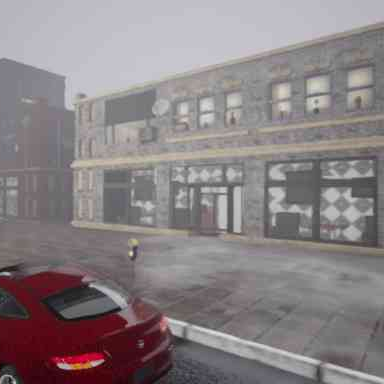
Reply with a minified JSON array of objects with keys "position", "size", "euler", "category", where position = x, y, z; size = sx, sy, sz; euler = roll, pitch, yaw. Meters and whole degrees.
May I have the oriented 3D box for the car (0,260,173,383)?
[{"position":[-2.151,1.589,4.405],"size":[4.206,1.307,1.802],"euler":[0,0,36],"category":"car"}]
